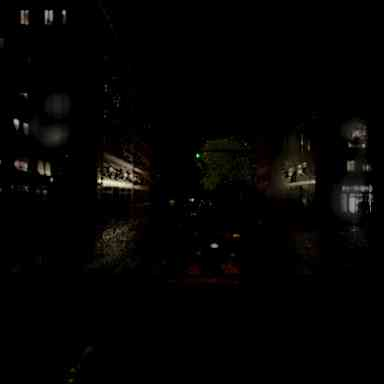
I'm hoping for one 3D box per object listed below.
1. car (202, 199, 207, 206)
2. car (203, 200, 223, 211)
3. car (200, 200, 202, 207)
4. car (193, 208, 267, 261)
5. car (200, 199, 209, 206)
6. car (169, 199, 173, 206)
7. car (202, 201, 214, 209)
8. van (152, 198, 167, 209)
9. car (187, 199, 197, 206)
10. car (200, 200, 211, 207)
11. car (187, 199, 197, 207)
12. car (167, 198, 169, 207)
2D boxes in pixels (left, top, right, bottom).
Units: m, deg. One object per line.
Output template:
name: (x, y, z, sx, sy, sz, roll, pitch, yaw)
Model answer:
car: (2.688, 1.918, 44.457, 1.967, 1.590, 4.097, 0, -1, 0)
car: (2.688, 1.963, 38.759, 2.008, 1.369, 4.403, 0, -1, 0)
car: (2.687, 1.983, 50.153, 1.967, 1.590, 4.097, 0, -1, 0)
car: (1.636, 1.610, 13.159, 1.882, 1.535, 5.008, -1, -1, 21)
car: (2.686, 2.256, 72.939, 1.967, 1.590, 4.097, 0, -1, 0)
car: (-5.695, 2.061, 67.245, 2.192, 1.841, 5.009, 0, -1, 0)
car: (2.687, 2.191, 55.848, 1.802, 1.307, 4.206, 0, -1, 0)
van: (-5.694, 1.950, 55.852, 1.690, 1.788, 3.998, 0, -1, 0)
car: (-0.003, 2.291, 75.947, 2.128, 1.511, 4.902, 0, -1, 0)
car: (2.686, 2.297, 67.241, 2.008, 1.369, 4.403, 0, -1, 0)
car: (-0.002, 2.294, 65.939, 1.994, 1.385, 4.181, 0, -1, 0)
car: (-5.694, 2.259, 61.545, 1.802, 1.307, 4.206, 0, -1, 0)
